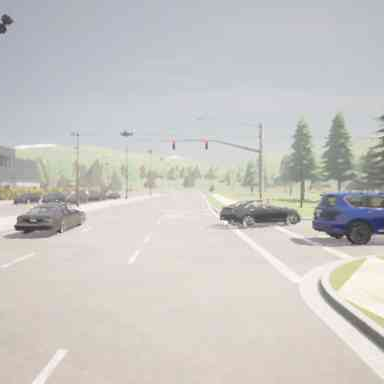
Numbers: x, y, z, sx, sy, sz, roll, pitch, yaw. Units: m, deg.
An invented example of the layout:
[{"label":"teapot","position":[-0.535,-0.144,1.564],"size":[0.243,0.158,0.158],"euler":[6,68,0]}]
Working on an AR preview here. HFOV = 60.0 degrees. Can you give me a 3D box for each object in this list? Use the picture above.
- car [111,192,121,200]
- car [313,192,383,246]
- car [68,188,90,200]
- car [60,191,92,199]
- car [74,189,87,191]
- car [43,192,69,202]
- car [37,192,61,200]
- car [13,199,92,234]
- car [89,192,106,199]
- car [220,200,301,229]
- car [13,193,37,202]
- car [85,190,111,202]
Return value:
[{"label":"car","position":[-14.901,0.707,63.507],"size":[1.994,1.385,4.181],"euler":[0,1,1]},{"label":"car","position":[7.939,1.036,13.792],"size":[5.566,2.045,2.150],"euler":[0,-1,0]},{"label":"car","position":[-21.878,0.347,64.705],"size":[2.150,2.045,5.566],"euler":[0,1,1]},{"label":"car","position":[-15.337,0.926,44.339],"size":[1.812,1.442,4.674],"euler":[0,1,2]},{"label":"car","position":[-18.572,0.762,54.981],"size":[1.837,1.490,4.892],"euler":[0,1,1]},{"label":"car","position":[-22.087,0.758,54.278],"size":[2.128,1.511,4.902],"euler":[0,1,1]},{"label":"car","position":[-18.800,0.888,45.593],"size":[1.837,1.490,4.892],"euler":[0,1,2]},{"label":"car","position":[-7.202,1.310,17.486],"size":[2.033,1.411,5.357],"euler":[0,1,-1]},{"label":"car","position":[-18.375,0.688,64.830],"size":[1.994,1.385,4.181],"euler":[0,1,1]},{"label":"car","position":[4.030,1.229,19.388],"size":[4.902,1.511,2.128],"euler":[0,0,-20]},{"label":"car","position":[-22.303,0.894,45.149],"size":[1.837,1.490,4.892],"euler":[0,1,2]},{"label":"car","position":[-15.102,0.756,53.419],"size":[1.882,1.535,5.008],"euler":[0,1,1]}]
